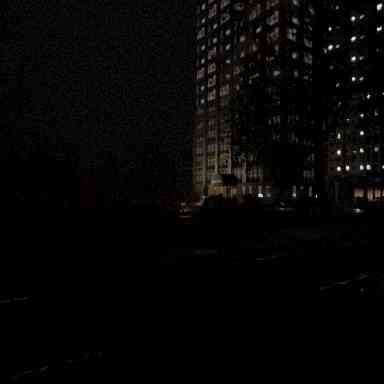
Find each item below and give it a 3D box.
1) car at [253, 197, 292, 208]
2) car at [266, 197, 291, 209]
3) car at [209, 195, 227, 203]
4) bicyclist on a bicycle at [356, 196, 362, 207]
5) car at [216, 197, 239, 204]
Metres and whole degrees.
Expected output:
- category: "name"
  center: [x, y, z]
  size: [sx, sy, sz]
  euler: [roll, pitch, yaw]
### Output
- category: "car"
  center: [11.289, 1.479, 46.868]
  size: [2.033, 1.411, 5.357]
  euler: [1, 0, -34]
- category: "car"
  center: [10.384, 1.394, 42.385]
  size: [1.837, 1.490, 4.892]
  euler: [1, 0, -34]
- category: "car"
  center: [4.194, 1.305, 63.468]
  size: [2.097, 1.767, 4.553]
  euler: [1, 0, -34]
- category: "bicyclist on a bicycle"
  center: [23.889, 1.397, 47.577]
  size: [1.656, 1.620, 0.582]
  euler: [1, 0, -34]
- category: "car"
  center: [6.856, 1.601, 65.327]
  size: [1.895, 1.301, 4.718]
  euler: [1, 0, -34]
